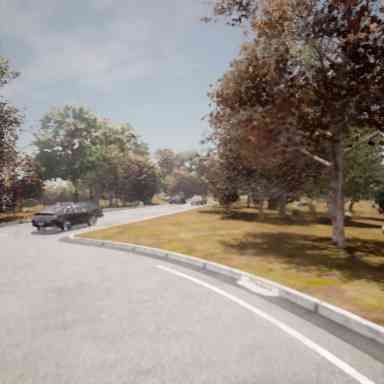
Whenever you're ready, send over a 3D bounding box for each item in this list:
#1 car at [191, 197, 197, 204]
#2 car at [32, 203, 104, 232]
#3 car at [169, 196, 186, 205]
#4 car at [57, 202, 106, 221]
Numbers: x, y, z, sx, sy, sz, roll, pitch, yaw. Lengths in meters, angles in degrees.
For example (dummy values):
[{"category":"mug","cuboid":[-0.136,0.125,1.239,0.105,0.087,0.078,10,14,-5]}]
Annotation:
[{"category":"car","cuboid":[1.092,1.311,53.389,1.812,1.442,4.674,-1,0,16]},{"category":"car","cuboid":[-7.804,1.551,20.847,2.128,1.511,4.902,-1,0,13]},{"category":"car","cuboid":[-2.347,1.406,54.418,1.994,1.385,4.181,-1,0,16]},{"category":"car","cuboid":[-9.398,1.623,28.674,1.994,1.385,4.181,-1,0,15]}]
